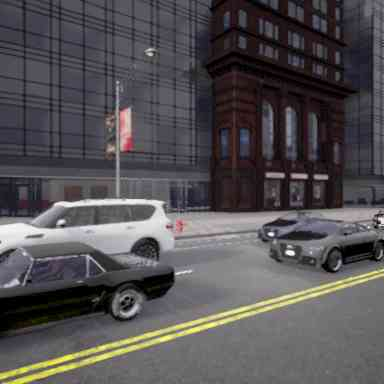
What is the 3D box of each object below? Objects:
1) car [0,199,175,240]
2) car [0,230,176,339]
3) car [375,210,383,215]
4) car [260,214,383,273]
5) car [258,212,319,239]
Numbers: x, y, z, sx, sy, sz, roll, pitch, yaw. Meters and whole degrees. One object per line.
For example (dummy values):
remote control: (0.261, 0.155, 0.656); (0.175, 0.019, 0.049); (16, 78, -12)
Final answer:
car: (-3.140, 1.231, 9.434); (5.566, 2.045, 2.150); (0, 0, -36)
car: (-2.728, 1.604, 5.732); (4.718, 1.301, 1.895); (0, 0, -35)
car: (13.433, 1.579, 21.255); (4.902, 1.511, 2.128); (0, 0, -35)
car: (4.484, 1.598, 10.889); (4.181, 1.385, 1.994); (0, 0, -36)
car: (4.983, 1.609, 15.228); (4.181, 1.385, 1.994); (0, 0, -35)
